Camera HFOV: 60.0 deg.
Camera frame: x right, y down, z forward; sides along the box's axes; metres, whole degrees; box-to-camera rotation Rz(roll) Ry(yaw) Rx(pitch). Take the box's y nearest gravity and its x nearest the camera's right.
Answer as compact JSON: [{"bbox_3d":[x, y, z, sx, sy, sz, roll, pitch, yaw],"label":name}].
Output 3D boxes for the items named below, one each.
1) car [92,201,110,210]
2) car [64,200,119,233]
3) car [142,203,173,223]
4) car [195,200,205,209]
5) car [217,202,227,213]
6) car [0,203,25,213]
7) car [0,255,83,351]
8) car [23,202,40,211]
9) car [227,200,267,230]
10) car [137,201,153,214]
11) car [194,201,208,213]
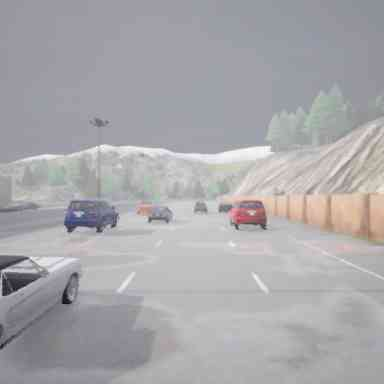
[{"bbox_3d":[-16.219,2.404,59.380,1.994,1.385,4.181,0,-1,1],"label":"car"},{"bbox_3d":[-6.558,1.535,22.223,2.150,2.045,5.566,0,-1,2],"label":"car"},{"bbox_3d":[-2.791,1.980,30.075,2.033,1.411,5.357,0,-1,2],"label":"car"},{"bbox_3d":[1.452,2.384,62.652,1.882,1.535,5.008,0,-1,1],"label":"car"},{"bbox_3d":[4.756,2.178,48.140,1.882,1.535,5.008,0,-1,1],"label":"car"},{"bbox_3d":[-20.305,2.093,35.472,1.895,1.301,4.718,0,-1,2],"label":"car"},{"bbox_3d":[-3.392,1.677,5.418,1.895,1.301,4.718,0,-1,0],"label":"car"},{"bbox_3d":[-26.782,2.304,54.295,2.033,1.411,5.357,0,-1,1],"label":"car"},{"bbox_3d":[4.020,1.580,24.365,2.150,2.045,5.566,0,-1,2],"label":"car"},{"bbox_3d":[-5.837,1.983,44.113,2.097,1.767,4.553,0,-1,1],"label":"car"},{"bbox_3d":[1.222,2.166,46.562,2.128,1.511,4.902,0,-1,1],"label":"car"}]
